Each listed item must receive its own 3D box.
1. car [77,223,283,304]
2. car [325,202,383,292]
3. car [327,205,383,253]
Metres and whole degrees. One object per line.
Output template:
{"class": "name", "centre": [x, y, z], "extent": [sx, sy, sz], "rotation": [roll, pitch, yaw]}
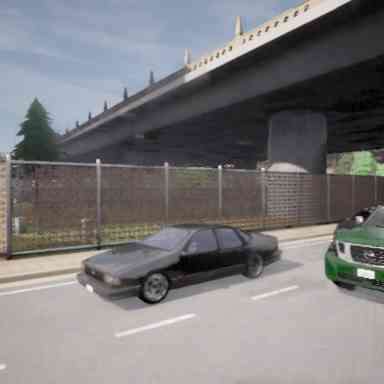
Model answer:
{"class": "car", "centre": [0.032, 1.518, 8.324], "extent": [5.357, 1.411, 2.033], "rotation": [-1, 0, -39]}
{"class": "car", "centre": [5.483, 1.158, 7.875], "extent": [5.566, 2.045, 2.150], "rotation": [-1, 0, -36]}
{"class": "car", "centre": [7.891, 1.401, 13.878], "extent": [4.892, 1.490, 1.837], "rotation": [-1, 0, -35]}
